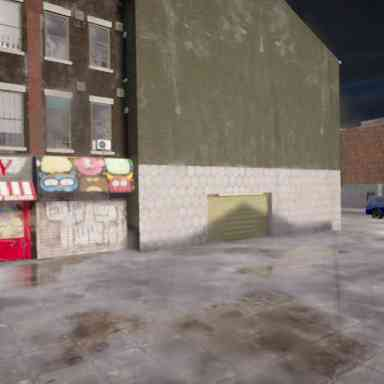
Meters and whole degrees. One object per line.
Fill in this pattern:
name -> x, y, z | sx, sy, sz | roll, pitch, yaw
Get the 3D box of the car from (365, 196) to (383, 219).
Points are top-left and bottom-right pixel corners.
car -> 17.560, 1.322, 27.877 | 2.150, 2.045, 5.566 | -1, 0, -35
